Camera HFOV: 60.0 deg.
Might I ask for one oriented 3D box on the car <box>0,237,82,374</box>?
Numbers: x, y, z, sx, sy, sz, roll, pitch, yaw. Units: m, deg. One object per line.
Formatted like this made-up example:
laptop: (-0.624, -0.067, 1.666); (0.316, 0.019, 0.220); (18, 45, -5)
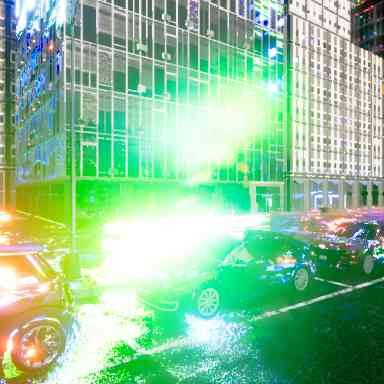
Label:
car: (-3.604, 1.440, 3.991); (4.097, 1.590, 1.967); (0, 0, -35)

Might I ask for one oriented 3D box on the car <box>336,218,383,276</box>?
car: (5.419, 1.546, 10.393); (4.507, 1.381, 1.887); (0, 0, -35)

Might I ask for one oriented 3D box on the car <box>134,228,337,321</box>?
car: (0.907, 1.551, 7.192); (4.403, 1.369, 2.008); (0, 0, -35)
